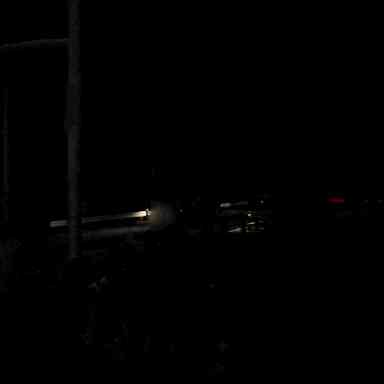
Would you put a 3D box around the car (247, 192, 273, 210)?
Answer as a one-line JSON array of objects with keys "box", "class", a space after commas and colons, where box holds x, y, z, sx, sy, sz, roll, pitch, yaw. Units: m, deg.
[{"box": [6.993, 0.779, 30.623, 1.882, 1.535, 5.008, 0, 1, 42], "class": "car"}]

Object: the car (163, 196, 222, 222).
[{"box": [0.117, 1.091, 22.924, 2.128, 1.511, 4.902, 0, 3, 41], "class": "car"}]
